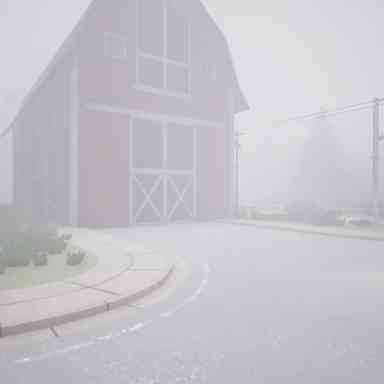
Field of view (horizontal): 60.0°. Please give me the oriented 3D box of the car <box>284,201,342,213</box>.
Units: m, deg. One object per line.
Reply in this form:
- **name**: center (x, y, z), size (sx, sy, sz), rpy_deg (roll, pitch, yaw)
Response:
- **car**: center (10.928, 1.574, 30.579), size (2.033, 1.411, 5.357), rpy_deg (0, 0, -35)

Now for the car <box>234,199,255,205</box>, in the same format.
- **car**: center (5.500, 1.552, 38.464), size (1.812, 1.442, 4.674), rpy_deg (0, 0, -34)

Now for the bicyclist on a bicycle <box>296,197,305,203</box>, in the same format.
- **bicyclist on a bicycle**: center (13.256, 1.322, 40.202), size (1.656, 1.620, 0.582), rpy_deg (46, -25, -24)
